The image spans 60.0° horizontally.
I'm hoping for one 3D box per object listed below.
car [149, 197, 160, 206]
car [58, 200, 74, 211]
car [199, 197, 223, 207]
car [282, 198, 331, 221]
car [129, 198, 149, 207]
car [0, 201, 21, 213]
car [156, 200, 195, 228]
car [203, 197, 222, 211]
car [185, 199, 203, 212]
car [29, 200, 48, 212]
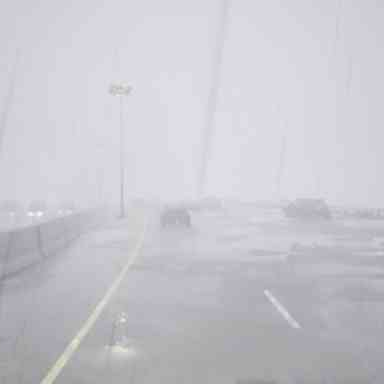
[{"bbox_3d":[-6.896,1.649,59.769,1.882,1.535,5.008,0,0,-21],"label":"car"},{"bbox_3d":[-17.469,1.860,46.476,2.033,1.411,5.357,-1,0,-16],"label":"car"},{"bbox_3d":[2.879,1.510,52.603,2.128,1.511,4.902,-1,0,-18],"label":"car"},{"bbox_3d":[8.789,1.252,25.916,2.097,1.767,4.553,-1,0,-9],"label":"car"},{"bbox_3d":[-9.369,1.695,56.298,2.128,1.511,4.902,0,0,-21],"label":"car"},{"bbox_3d":[-24.068,1.910,44.010,1.837,1.490,4.892,-1,0,-16],"label":"car"},{"bbox_3d":[-1.252,1.550,22.699,1.837,1.490,4.892,0,0,-8],"label":"car"},{"bbox_3d":[2.140,1.368,41.895,2.097,1.767,4.553,-1,0,-14],"label":"car"},{"bbox_3d":[-0.543,1.578,38.368,1.812,1.442,4.674,0,0,-14],"label":"car"},{"bbox_3d":[-20.784,1.851,45.234,2.128,1.511,4.902,-1,0,-16],"label":"car"}]
